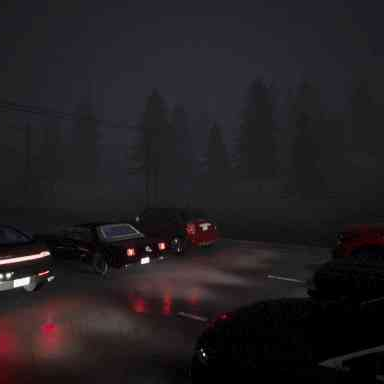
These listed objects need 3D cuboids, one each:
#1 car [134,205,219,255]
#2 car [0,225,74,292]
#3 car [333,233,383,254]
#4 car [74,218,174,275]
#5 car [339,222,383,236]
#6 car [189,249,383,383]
[{"bbox_3d":[-1.246,1.352,13.474,4.553,1.767,2.097,0,0,36],"label":"car"},{"bbox_3d":[-5.196,1.492,7.692,4.902,1.511,2.128,0,0,35],"label":"car"},{"bbox_3d":[4.362,1.601,5.184,4.718,1.301,1.895,0,0,35],"label":"car"},{"bbox_3d":[-3.067,1.601,10.469,4.718,1.301,1.895,0,0,37],"label":"car"},{"bbox_3d":[6.422,1.221,8.013,5.566,2.045,2.150,0,0,35],"label":"car"},{"bbox_3d":[2.208,1.492,2.401,4.902,1.511,2.128,0,0,36],"label":"car"}]
